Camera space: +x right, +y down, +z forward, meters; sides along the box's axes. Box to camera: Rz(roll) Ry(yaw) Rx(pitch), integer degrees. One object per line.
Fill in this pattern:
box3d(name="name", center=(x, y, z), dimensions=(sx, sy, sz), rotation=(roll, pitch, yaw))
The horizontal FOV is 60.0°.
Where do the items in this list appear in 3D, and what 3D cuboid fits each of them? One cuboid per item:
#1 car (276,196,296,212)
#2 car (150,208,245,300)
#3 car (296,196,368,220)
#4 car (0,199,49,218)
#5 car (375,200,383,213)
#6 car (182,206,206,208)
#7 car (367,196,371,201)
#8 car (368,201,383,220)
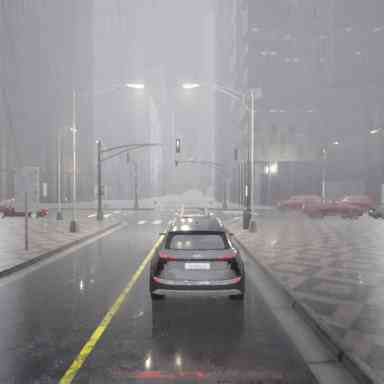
box3d(name="car", center=(12.151, 1.325, 37.669), dimensions=(5.009, 1.841, 2.192), rotation=(0, 1, 0))
box3d(name="car", center=(0.117, 1.428, 8.364), dimensions=(2.033, 1.649, 4.856), rotation=(0, 0, 0))
box3d(name="car", center=(12.156, 1.463, 29.145), dimensions=(5.009, 1.841, 2.192), rotation=(0, 1, 0))
box3d(name="car", center=(-14.885, 1.567, 29.099), dimensions=(4.507, 1.381, 1.887), rotation=(0, 1, 0))
box3d(name="car", center=(23.436, 1.634, 37.692), dimensions=(4.313, 1.339, 1.947), rotation=(0, 1, 0))
box3d(name="car", center=(0.116, 1.507, 17.451), dimensions=(1.837, 1.490, 4.892), rotation=(0, 0, 0))
box3d(name="car", center=(17.794, 1.353, 37.680), dimensions=(5.009, 1.841, 2.192), rotation=(0, 1, 0))
box3d(name="car", center=(17.799, 1.742, 29.159), dimensions=(4.313, 1.339, 1.947), rotation=(0, 1, 0))
